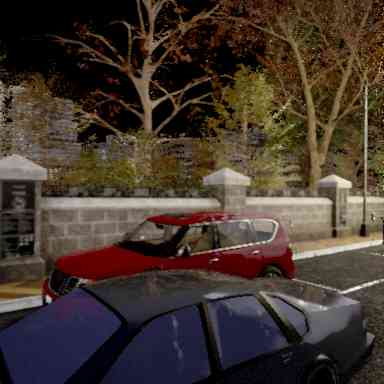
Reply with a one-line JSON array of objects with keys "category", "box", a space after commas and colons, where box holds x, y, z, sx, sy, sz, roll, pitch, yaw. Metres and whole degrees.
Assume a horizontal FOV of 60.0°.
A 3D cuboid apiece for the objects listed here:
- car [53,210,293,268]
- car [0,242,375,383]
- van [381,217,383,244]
[{"category": "car", "box": [-0.104, 1.333, 6.478, 5.009, 1.841, 2.192, 0, 0, -36]}, {"category": "car", "box": [-0.379, 1.554, 3.111, 5.357, 1.411, 2.033, 0, 0, -36]}, {"category": "van", "box": [9.027, 1.411, 13.010, 3.998, 1.788, 1.690, 0, 0, -36]}]
